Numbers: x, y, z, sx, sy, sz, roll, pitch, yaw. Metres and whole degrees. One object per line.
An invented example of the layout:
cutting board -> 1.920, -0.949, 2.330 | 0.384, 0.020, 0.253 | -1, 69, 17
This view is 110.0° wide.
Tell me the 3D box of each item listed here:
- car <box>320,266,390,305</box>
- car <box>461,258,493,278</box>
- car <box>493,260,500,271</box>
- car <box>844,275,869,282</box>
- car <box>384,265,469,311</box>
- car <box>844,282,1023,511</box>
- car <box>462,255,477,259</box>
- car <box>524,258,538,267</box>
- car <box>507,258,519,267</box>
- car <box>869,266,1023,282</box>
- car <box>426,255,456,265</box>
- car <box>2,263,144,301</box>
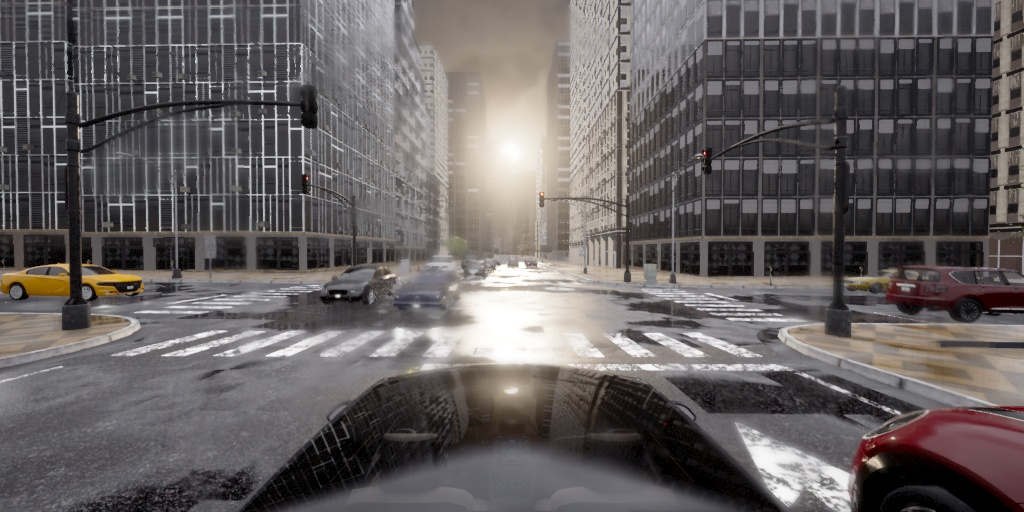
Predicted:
car -> -6.547, 1.221, 15.911 | 1.837, 1.490, 4.892 | 1, 1, 0
car -> -3.250, 1.225, 33.071 | 2.128, 1.511, 4.902 | 0, 0, 0
car -> -3.189, 1.209, 49.791 | 2.128, 1.511, 4.902 | 0, 0, 0
car -> 21.863, 1.409, 20.821 | 4.829, 1.417, 1.751 | 0, 0, 1
car -> -3.291, 1.307, 15.066 | 2.033, 1.411, 5.357 | 1, 1, 0
car -> 3.254, 1.103, 0.441 | 2.097, 1.767, 4.553 | 0, 0, 0
car -> -6.415, 0.934, 54.949 | 2.150, 2.045, 5.566 | 0, 0, 0
car -> 3.453, 1.304, 63.411 | 1.895, 1.301, 4.718 | 0, 0, 0
car -> 0.203, 1.267, 63.393 | 1.994, 1.385, 4.181 | 0, 0, 0
car -> 16.225, 1.282, 12.555 | 5.009, 1.841, 2.192 | 0, 0, 1
car -> -6.501, 0.952, 33.141 | 2.150, 2.045, 5.566 | 0, 0, 0
car -> -19.229, 1.086, 15.833 | 5.008, 1.535, 1.882 | 1, 1, 3
